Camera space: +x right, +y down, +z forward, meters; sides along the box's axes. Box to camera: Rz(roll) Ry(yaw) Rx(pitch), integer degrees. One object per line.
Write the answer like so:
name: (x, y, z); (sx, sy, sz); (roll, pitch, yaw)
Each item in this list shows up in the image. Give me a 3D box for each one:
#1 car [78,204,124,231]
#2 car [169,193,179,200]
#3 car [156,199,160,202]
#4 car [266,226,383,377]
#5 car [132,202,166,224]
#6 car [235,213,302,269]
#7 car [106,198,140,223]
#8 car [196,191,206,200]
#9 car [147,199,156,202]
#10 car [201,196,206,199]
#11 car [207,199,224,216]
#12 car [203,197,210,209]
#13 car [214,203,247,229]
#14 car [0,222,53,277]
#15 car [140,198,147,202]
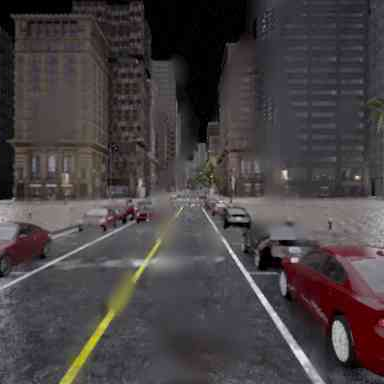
car: (-5.756, 1.642, 20.866); (1.802, 1.307, 4.206); (0, 0, 0)
car: (-5.479, 1.547, 94.164); (1.887, 1.381, 4.507); (0, 0, 0)
car: (-5.748, 1.673, 50.797); (1.802, 1.307, 4.206); (0, 0, 0)
car: (2.765, 1.561, 5.624); (1.887, 1.381, 4.507); (0, 0, 0)
car: (-3.092, 1.672, 25.604); (1.895, 1.301, 4.718); (0, 0, 0)
car: (2.766, 1.598, 11.024); (1.947, 1.339, 4.313); (0, 0, 0)
car: (-5.755, 1.388, 26.167); (2.192, 1.841, 5.009); (0, 0, 0)
car: (3.048, 1.317, 94.109); (2.192, 1.841, 5.009); (0, 0, 0)
car: (-7.487, 1.480, 44.873); (4.403, 1.369, 2.008); (-1, 1, -9)
car: (2.778, 1.656, 50.790); (1.947, 1.339, 4.313); (0, 0, 0)
car: (2.773, 1.665, 32.622); (1.802, 1.307, 4.206); (0, 0, 0)
car: (2.776, 1.658, 43.424); (1.947, 1.339, 4.313); (0, 0, 0)
car: (2.769, 1.628, 21.823); (1.947, 1.339, 4.313); (0, 0, 0)
car: (-5.759, 1.612, 10.264); (1.802, 1.307, 4.206); (0, 0, 0)
car: (-5.753, 1.522, 31.468); (1.967, 1.590, 4.097); (0, 0, 0)
